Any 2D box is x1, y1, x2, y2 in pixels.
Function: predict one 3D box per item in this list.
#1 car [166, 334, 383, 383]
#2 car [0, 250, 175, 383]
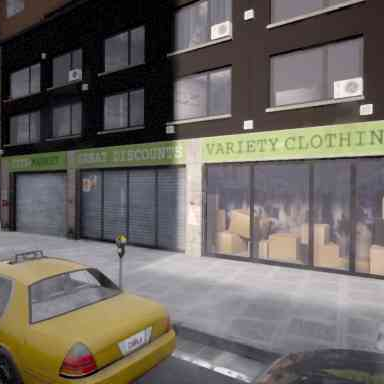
[{"bbox_3d":[2.248,1.551,1.521,4.403,1.369,2.008,0,1,35],"label":"car"},{"bbox_3d":[-2.489,1.524,4.790,4.829,1.417,1.752,0,1,35],"label":"car"}]
